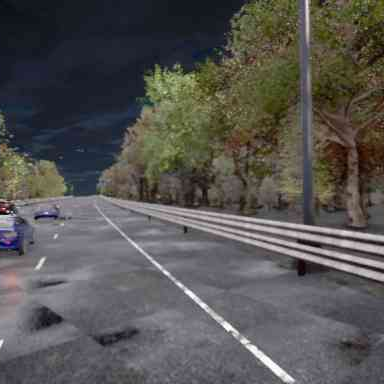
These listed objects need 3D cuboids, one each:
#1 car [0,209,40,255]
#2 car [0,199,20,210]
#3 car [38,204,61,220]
[{"bbox_3d":[-7.564,1.672,13.482,1.812,1.442,4.674,-1,0,-19],"label":"car"},{"bbox_3d":[-16.376,1.473,29.056,1.837,1.490,4.892,7,-11,-19],"label":"car"},{"bbox_3d":[-13.465,1.835,31.199,1.994,1.385,4.181,-1,0,-18],"label":"car"}]
